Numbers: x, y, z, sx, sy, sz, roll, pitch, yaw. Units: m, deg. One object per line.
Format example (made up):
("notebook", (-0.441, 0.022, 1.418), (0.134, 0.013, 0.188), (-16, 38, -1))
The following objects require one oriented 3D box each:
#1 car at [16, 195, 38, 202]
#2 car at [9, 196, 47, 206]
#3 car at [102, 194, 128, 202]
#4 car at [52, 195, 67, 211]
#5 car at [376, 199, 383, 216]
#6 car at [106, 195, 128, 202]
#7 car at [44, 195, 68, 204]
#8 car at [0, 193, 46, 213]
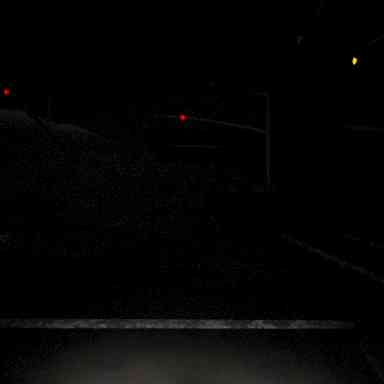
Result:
("car", (-35.171, 1.384, 70.870), (3.806, 1.475, 1.970), (0, 0, -1))
("car", (-24.071, 1.298, 48.960), (4.514, 1.523, 2.007), (0, 0, -1))
("car", (-16.505, 1.330, 70.852), (5.027, 1.636, 2.152), (0, 0, -1))
("car", (-16.218, 1.361, 36.595), (3.806, 1.475, 1.970), (0, 0, -1))
("car", (17.197, 1.480, 32.953), (2.242, 1.667, 4.611), (0, 0, -1))
("car", (-16.579, 1.339, 73.988), (4.514, 1.523, 2.007), (0, 0, -1))
("car", (-24.097, 1.319, 58.953), (3.633, 1.501, 1.845), (0, 0, -1))
("car", (-16.806, 1.077, 33.267), (3.866, 1.878, 1.905), (0, 0, -1))
